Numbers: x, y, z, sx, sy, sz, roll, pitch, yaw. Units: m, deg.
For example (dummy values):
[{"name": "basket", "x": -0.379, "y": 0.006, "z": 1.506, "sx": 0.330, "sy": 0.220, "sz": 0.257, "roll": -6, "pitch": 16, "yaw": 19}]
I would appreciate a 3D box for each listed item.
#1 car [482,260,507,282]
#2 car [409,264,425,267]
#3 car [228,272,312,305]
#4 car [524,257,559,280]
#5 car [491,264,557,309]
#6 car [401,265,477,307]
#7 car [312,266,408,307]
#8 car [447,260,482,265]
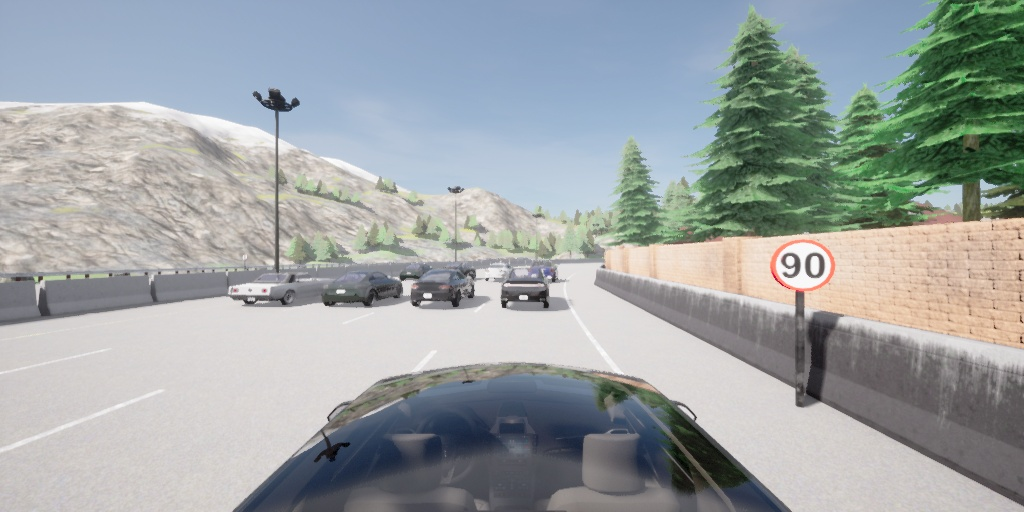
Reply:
[{"name": "car", "x": -0.914, "y": 1.283, "z": 29.045, "sx": 1.812, "sy": 1.442, "sz": 4.674, "roll": 0, "pitch": 0, "yaw": 11}, {"name": "car", "x": -7.791, "y": 1.322, "z": 30.348, "sx": 1.994, "sy": 1.385, "sz": 4.181, "roll": 0, "pitch": 0, "yaw": 11}, {"name": "car", "x": -9.818, "y": 1.366, "z": 16.017, "sx": 1.895, "sy": 1.301, "sz": 4.718, "roll": 0, "pitch": 0, "yaw": 5}, {"name": "car", "x": 2.520, "y": 1.116, "z": 28.364, "sx": 2.097, "sy": 1.767, "sz": 4.553, "roll": 0, "pitch": 0, "yaw": 11}, {"name": "car", "x": 0.633, "y": 1.245, "z": 15.006, "sx": 2.128, "sy": 1.511, "sz": 4.902, "roll": 0, "pitch": 0, "yaw": 5}, {"name": "car", "x": -2.852, "y": 1.283, "z": 15.333, "sx": 1.812, "sy": 1.442, "sz": 4.674, "roll": 0, "pitch": 0, "yaw": 5}, {"name": "car", "x": -6.337, "y": 1.322, "z": 15.660, "sx": 1.994, "sy": 1.385, "sz": 4.181, "roll": 0, "pitch": 0, "yaw": 5}, {"name": "car", "x": -4.352, "y": 1.245, "z": 29.696, "sx": 2.128, "sy": 1.511, "sz": 4.902, "roll": 0, "pitch": 0, "yaw": 11}]
